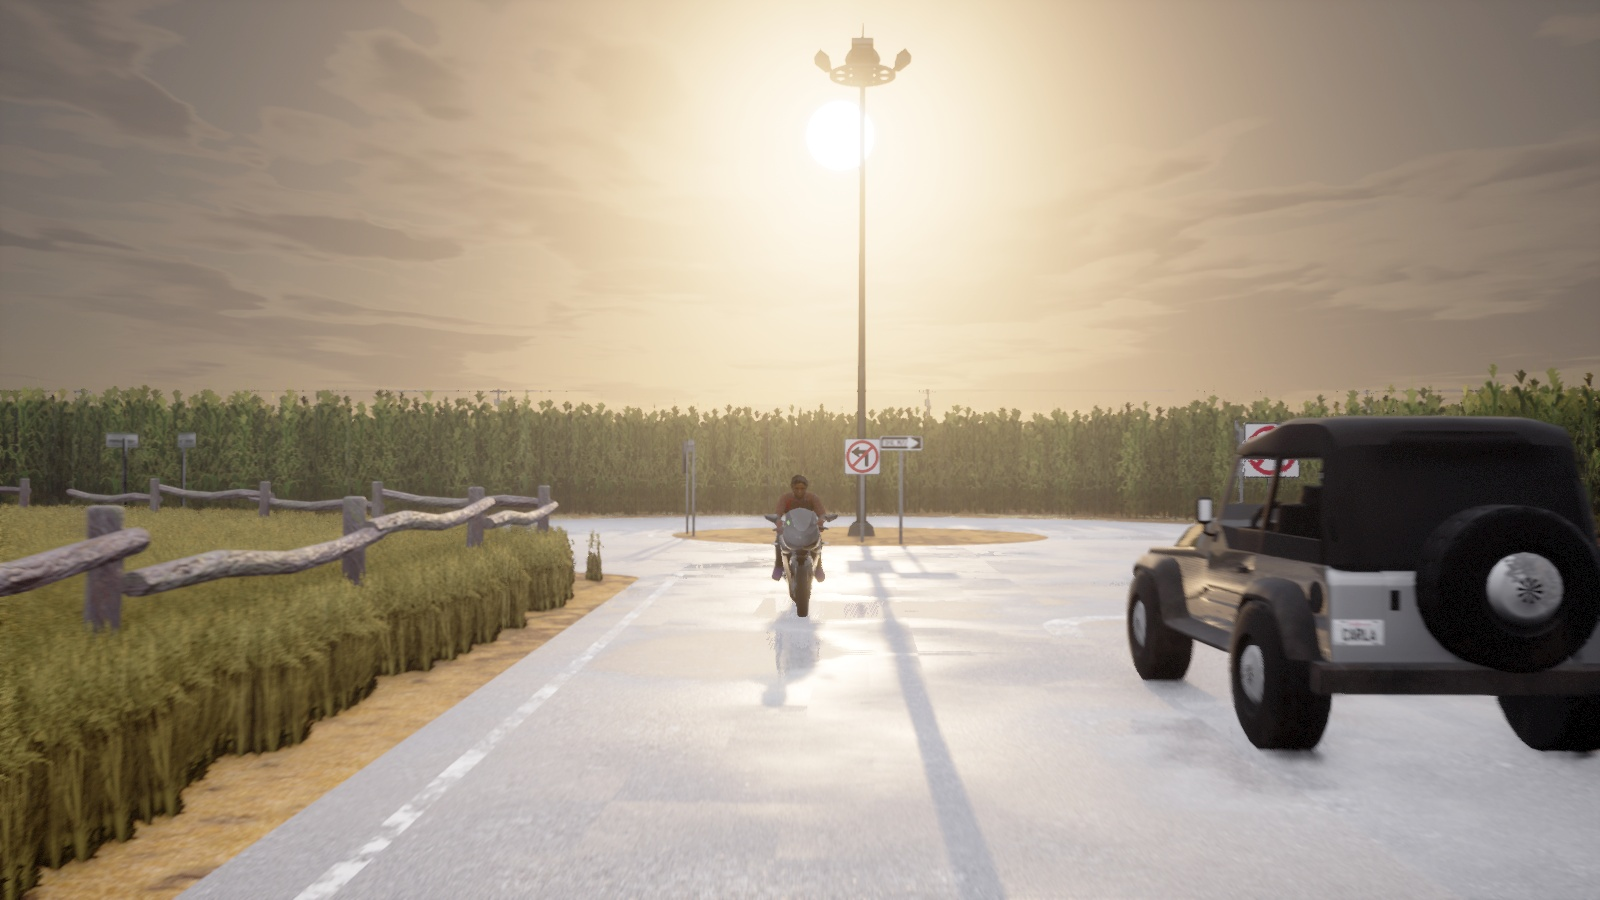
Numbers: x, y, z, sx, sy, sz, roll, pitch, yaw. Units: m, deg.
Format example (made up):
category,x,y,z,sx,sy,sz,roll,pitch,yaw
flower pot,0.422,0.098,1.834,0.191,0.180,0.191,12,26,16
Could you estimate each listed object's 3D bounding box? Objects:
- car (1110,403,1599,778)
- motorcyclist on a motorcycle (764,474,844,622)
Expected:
category,x,y,z,sx,sy,sz,roll,pitch,yaw
car,3.477,0.735,8.246,1.905,1.878,3.866,0,-1,0
motorcyclist on a motorcycle,0.009,1.032,14.032,0.797,1.523,2.044,-1,-1,-2
